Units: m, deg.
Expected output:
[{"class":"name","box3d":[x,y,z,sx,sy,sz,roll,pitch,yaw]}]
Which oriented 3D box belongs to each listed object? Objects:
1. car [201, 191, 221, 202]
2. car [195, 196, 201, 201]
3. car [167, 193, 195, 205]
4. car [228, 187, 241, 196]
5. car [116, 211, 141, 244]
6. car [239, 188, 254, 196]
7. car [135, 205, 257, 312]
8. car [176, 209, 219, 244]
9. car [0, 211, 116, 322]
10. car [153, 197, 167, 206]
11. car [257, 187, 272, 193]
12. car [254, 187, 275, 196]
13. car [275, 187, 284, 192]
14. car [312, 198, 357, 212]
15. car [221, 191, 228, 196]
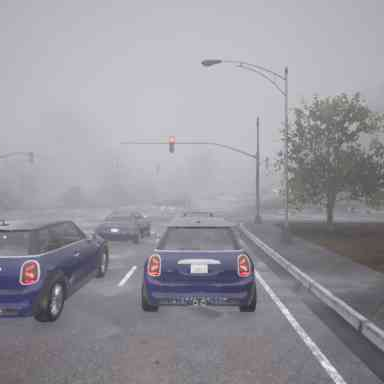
[{"class":"car","box3d":[3.538,0.832,69.039,2.150,2.045,5.566,0,3,23]},{"class":"car","box3d":[-0.290,1.235,69.038,1.994,1.385,4.181,0,3,23]},{"class":"car","box3d":[-1.700,1.284,54.247,2.150,2.045,5.566,0,1,17]},{"class":"car","box3d":[10.820,-0.060,83.204,2.150,2.045,5.566,0,3,30]},{"class":"car","box3d":[-3.199,1.593,16.017,1.994,1.385,4.181,0,0,2]},{"class":"car","box3d":[14.132,0.203,81.913,1.812,1.442,4.674,0,3,33]},{"class":"car","box3d":[0.139,1.361,7.909,2.097,1.767,4.553,0,0,0]},{"class":"car","box3d":[0.326,1.632,16.940,1.895,1.301,4.718,0,0,2]},{"class":"car","box3d":[-3.365,1.361,7.405,2.097,1.767,4.553,0,0,1]},{"class":"car","box3d":[-4.925,1.565,55.631,1.837,1.490,4.892,0,1,17]},{"class":"car","box3d":[19.801,-0.525,90.398,2.128,1.511,4.902,0,3,38]},{"class":"car","box3d":[17.662,0.139,80.977,2.128,1.511,4.902,0,3,33]},{"class":"car","box3d":[23.401,-0.602,89.378,1.882,1.535,5.008,0,3,38]},{"class":"car","box3d":[16.432,1.529,38.430,4.892,1.490,1.837,-1,0,4]},{"class":"car","box3d":[6.334,0.422,82.452,2.128,1.511,4.902,0,3,28]}]
